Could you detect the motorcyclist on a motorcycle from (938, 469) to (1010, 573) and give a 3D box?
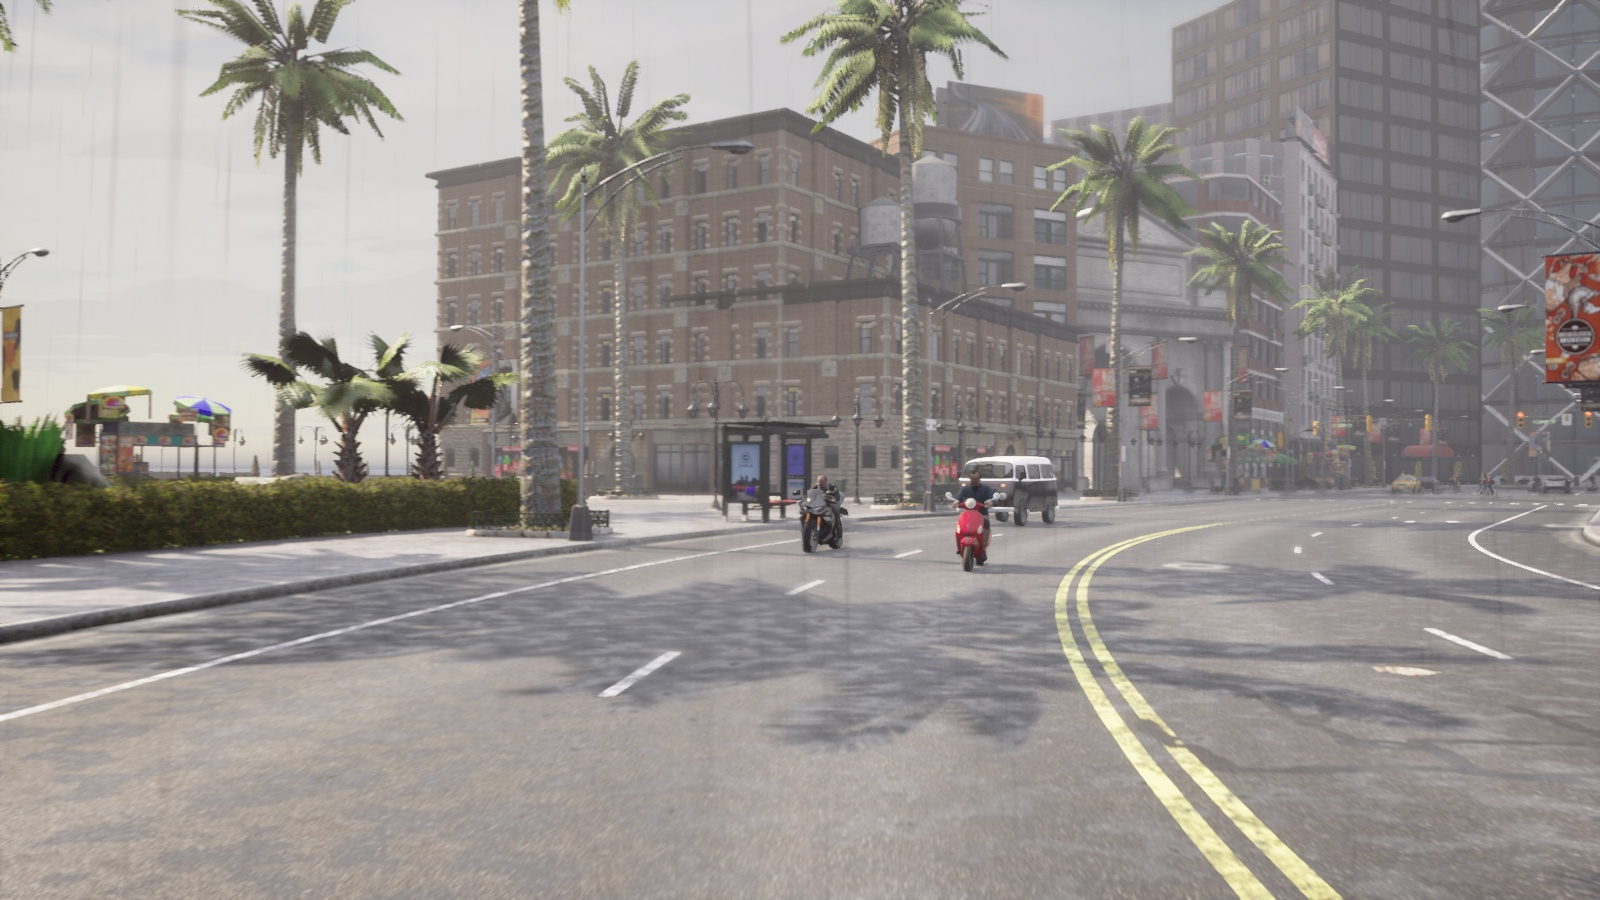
[{"bbox_3d":[2.805,1.096,20.077,0.866,1.590,1.817,0,-1,17],"label":"motorcyclist on a motorcycle"}]

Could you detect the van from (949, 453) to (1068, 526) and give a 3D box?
[{"bbox_3d":[6.296,1.147,37.543,2.069,2.038,4.480,-1,-1,30],"label":"van"}]

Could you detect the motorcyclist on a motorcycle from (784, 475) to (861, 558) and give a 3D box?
[{"bbox_3d":[0.469,1.258,24.479,0.866,1.530,2.191,0,-1,19],"label":"motorcyclist on a motorcycle"}]
